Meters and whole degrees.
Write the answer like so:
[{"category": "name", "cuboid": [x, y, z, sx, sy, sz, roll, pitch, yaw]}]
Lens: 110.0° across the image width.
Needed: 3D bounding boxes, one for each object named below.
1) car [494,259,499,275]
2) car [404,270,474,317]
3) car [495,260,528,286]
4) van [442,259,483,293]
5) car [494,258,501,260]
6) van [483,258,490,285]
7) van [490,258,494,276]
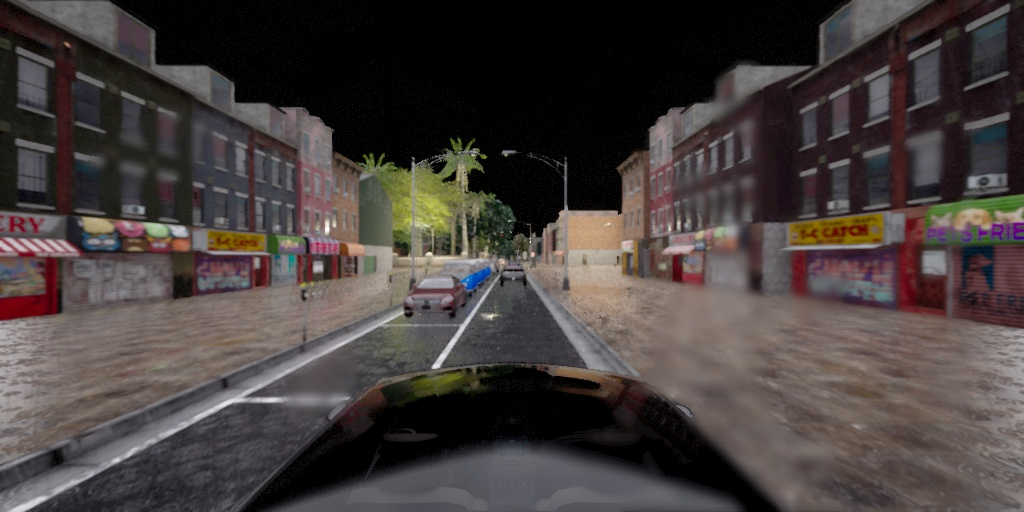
[{"category": "car", "cuboid": [-2.638, 1.366, 40.462, 2.007, 1.370, 4.403, 0, 0, 0]}, {"category": "car", "cuboid": [-2.638, 1.348, 13.141, 1.802, 1.307, 4.207, 0, 0, 0]}, {"category": "car", "cuboid": [0.098, 1.280, 25.886, 2.128, 1.511, 4.902, 0, 0, 0]}, {"category": "van", "cuboid": [-2.638, 1.116, 18.605, 1.690, 1.789, 3.998, 0, 0, 0]}, {"category": "car", "cuboid": [-2.638, 1.143, 45.925, 2.192, 1.841, 5.009, 0, 0, 0]}, {"category": "van", "cuboid": [-2.638, 1.126, 24.069, 1.690, 1.789, 3.998, 0, 0, 0]}, {"category": "van", "cuboid": [-2.638, 1.136, 29.534, 1.690, 1.789, 3.998, 0, 0, 0]}]
